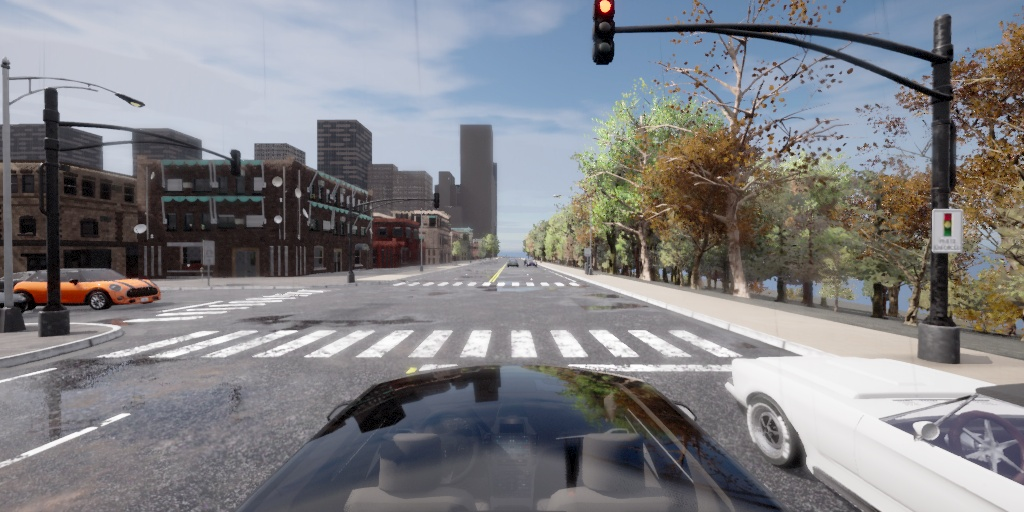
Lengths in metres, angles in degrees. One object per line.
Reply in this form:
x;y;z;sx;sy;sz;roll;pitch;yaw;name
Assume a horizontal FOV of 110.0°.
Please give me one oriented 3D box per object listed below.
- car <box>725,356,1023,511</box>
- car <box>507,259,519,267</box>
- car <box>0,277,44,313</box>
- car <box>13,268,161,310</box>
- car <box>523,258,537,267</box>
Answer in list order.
3.350;1.351;1.925;1.895;1.301;4.718;0;0;0;car
0.164;1.301;63.432;1.994;1.385;4.181;0;0;1;car
-19.935;1.566;12.576;4.313;1.339;1.948;0;0;0;car
-17.964;1.303;15.310;4.553;1.767;2.097;-1;1;-1;car
3.426;1.337;63.710;1.895;1.301;4.718;0;0;0;car
